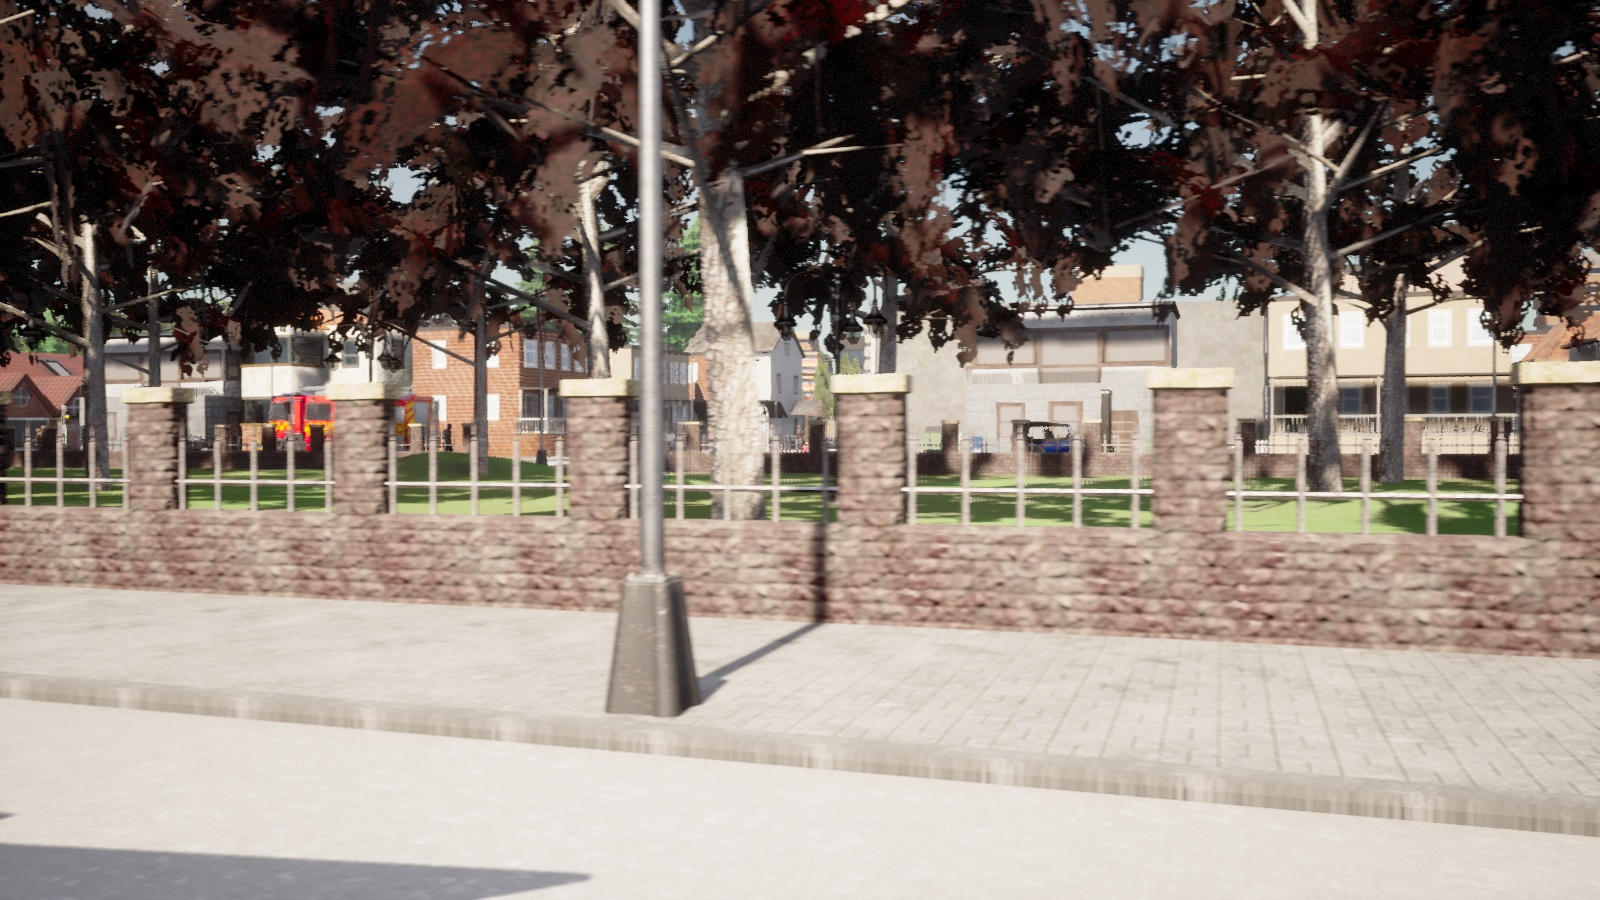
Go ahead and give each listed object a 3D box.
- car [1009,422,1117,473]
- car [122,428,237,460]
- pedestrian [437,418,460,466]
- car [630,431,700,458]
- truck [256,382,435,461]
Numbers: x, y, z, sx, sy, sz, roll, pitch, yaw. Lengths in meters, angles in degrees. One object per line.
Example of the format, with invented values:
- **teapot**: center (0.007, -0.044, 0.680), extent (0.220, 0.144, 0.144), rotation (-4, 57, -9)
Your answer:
- **car**: center (10.082, -0.110, 48.094), extent (3.866, 1.878, 1.905), rotation (1, 1, 19)
- **car**: center (-30.493, -0.319, 61.726), extent (4.902, 1.511, 2.128), rotation (0, 1, 16)
- **pedestrian**: center (-14.180, -0.327, 50.636), extent (0.788, 1.949, 0.423), rotation (1, 1, 19)
- **car**: center (-7.650, -0.349, 71.687), extent (2.163, 1.488, 4.792), rotation (1, 1, 19)
- **truck**: center (-22.915, -1.437, 63.344), extent (8.468, 3.827, 2.891), rotation (1, 1, 18)
